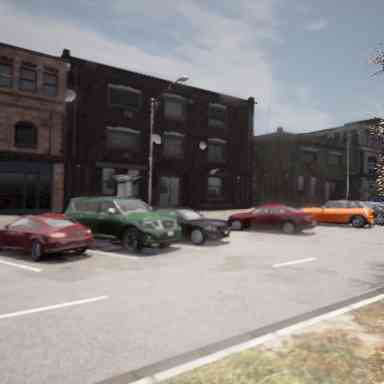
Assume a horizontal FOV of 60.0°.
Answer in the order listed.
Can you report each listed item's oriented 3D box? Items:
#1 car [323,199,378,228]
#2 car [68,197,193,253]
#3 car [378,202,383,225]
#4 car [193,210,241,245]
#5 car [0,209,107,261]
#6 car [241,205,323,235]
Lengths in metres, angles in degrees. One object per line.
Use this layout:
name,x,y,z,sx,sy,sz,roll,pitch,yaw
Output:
car,9.506,1.352,22.227,4.553,1.767,2.185,-1,-1,37
car,-3.039,1.219,13.837,5.566,2.045,2.435,-1,-1,35
car,12.038,1.481,23.873,4.892,1.521,2.231,-1,-1,37
car,-0.574,1.473,15.562,5.008,1.535,2.097,-1,-1,35
car,-5.544,1.509,12.115,4.674,1.452,2.002,-1,0,35
car,4.440,1.475,18.924,5.008,1.535,2.097,-1,-1,36
